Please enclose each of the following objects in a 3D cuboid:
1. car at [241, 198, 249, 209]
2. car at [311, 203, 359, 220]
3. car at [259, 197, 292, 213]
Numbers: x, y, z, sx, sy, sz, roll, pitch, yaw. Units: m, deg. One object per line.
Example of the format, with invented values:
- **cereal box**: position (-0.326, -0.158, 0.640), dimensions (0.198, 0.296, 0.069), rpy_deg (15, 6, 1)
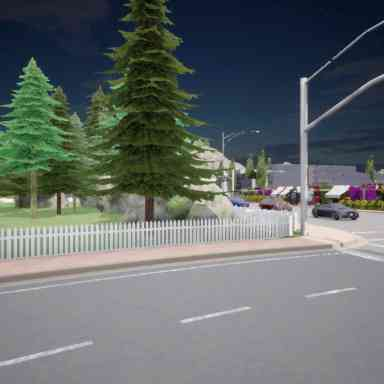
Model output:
- **car**: position (6.492, 1.536, 47.632), dimensions (1.882, 1.535, 5.008), rpy_deg (0, 0, -17)
- **car**: position (12.154, 1.622, 28.441), dimensions (1.994, 1.385, 4.181), rpy_deg (0, 0, -16)
- **car**: position (9.410, 1.410, 37.734), dimensions (2.097, 1.767, 4.553), rpy_deg (0, 0, -16)
